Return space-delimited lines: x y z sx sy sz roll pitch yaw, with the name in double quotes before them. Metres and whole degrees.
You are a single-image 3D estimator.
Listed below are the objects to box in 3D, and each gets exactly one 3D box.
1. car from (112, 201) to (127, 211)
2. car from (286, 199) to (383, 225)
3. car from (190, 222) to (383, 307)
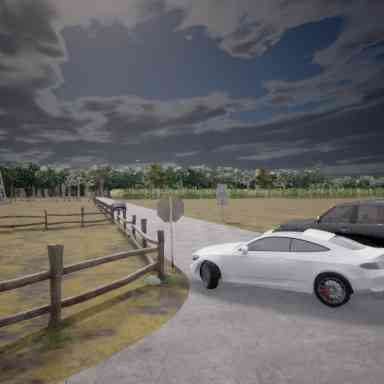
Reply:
"car" -10.884 1.988 49.471 2.033 1.411 5.357 -2 0 -18
"car" 5.110 1.231 9.836 2.150 2.045 5.566 -2 0 -40
"car" 2.163 1.615 8.077 4.674 1.442 1.812 -2 0 32
